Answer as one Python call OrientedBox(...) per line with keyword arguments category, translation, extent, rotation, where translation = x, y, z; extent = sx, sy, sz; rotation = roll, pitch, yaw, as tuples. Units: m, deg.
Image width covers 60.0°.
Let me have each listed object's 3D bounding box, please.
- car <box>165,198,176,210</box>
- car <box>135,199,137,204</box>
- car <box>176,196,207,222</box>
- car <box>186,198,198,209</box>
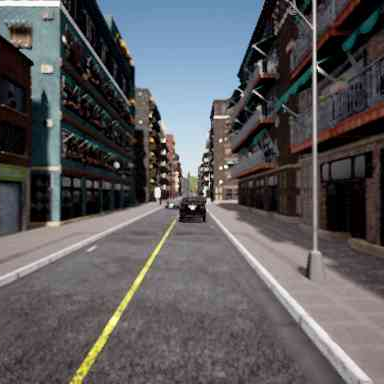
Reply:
OrientedBox(category="car", translation=(-2.761, 1.662, 47.048), extent=(2.128, 1.511, 4.902), rotation=(0, 0, 0))
OrientedBox(category="car", translation=(-13.506, 1.828, 69.169), extent=(4.097, 1.590, 1.967), rotation=(-1, 0, 0))
OrientedBox(category="car", translation=(0.068, 1.323, 27.825), extent=(2.150, 2.045, 5.566), rotation=(0, 0, 0))
OrientedBox(category="car", translation=(0.008, 1.691, 50.943), extent=(1.837, 1.490, 4.892), rotation=(0, 0, 0))
